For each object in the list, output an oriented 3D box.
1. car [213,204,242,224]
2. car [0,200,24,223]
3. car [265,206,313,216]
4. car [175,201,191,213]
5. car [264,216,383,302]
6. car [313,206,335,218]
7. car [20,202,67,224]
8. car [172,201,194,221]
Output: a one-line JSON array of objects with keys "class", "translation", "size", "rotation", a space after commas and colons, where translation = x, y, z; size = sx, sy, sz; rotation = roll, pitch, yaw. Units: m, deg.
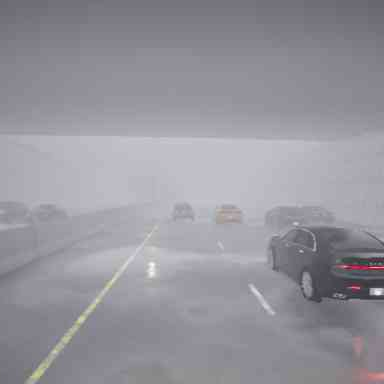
[{"class": "car", "translation": [2.783, 1.700, 26.775], "size": [1.882, 1.535, 5.008], "rotation": [0, 0, -2]}, {"class": "car", "translation": [-14.920, 1.481, 26.692], "size": [2.097, 1.767, 4.553], "rotation": [0, 0, -2]}, {"class": "car", "translation": [6.392, 1.718, 23.095], "size": [1.837, 1.490, 4.892], "rotation": [0, 0, -2]}, {"class": "car", "translation": [-1.186, 1.889, 42.685], "size": [1.994, 1.385, 4.181], "rotation": [0, 0, -2]}, {"class": "car", "translation": [3.310, 1.588, 8.462], "size": [1.837, 1.490, 4.892], "rotation": [0, -1, -2]}, {"class": "car", "translation": [9.772, 1.811, 27.228], "size": [2.033, 1.411, 5.357], "rotation": [0, 0, -2]}, {"class": "car", "translation": [-11.396, 1.670, 26.301], "size": [1.812, 1.442, 4.674], "rotation": [0, 0, -2]}, {"class": "car", "translation": [-0.795, 1.773, 29.519], "size": [2.033, 1.411, 5.357], "rotation": [0, 0, -3]}]
